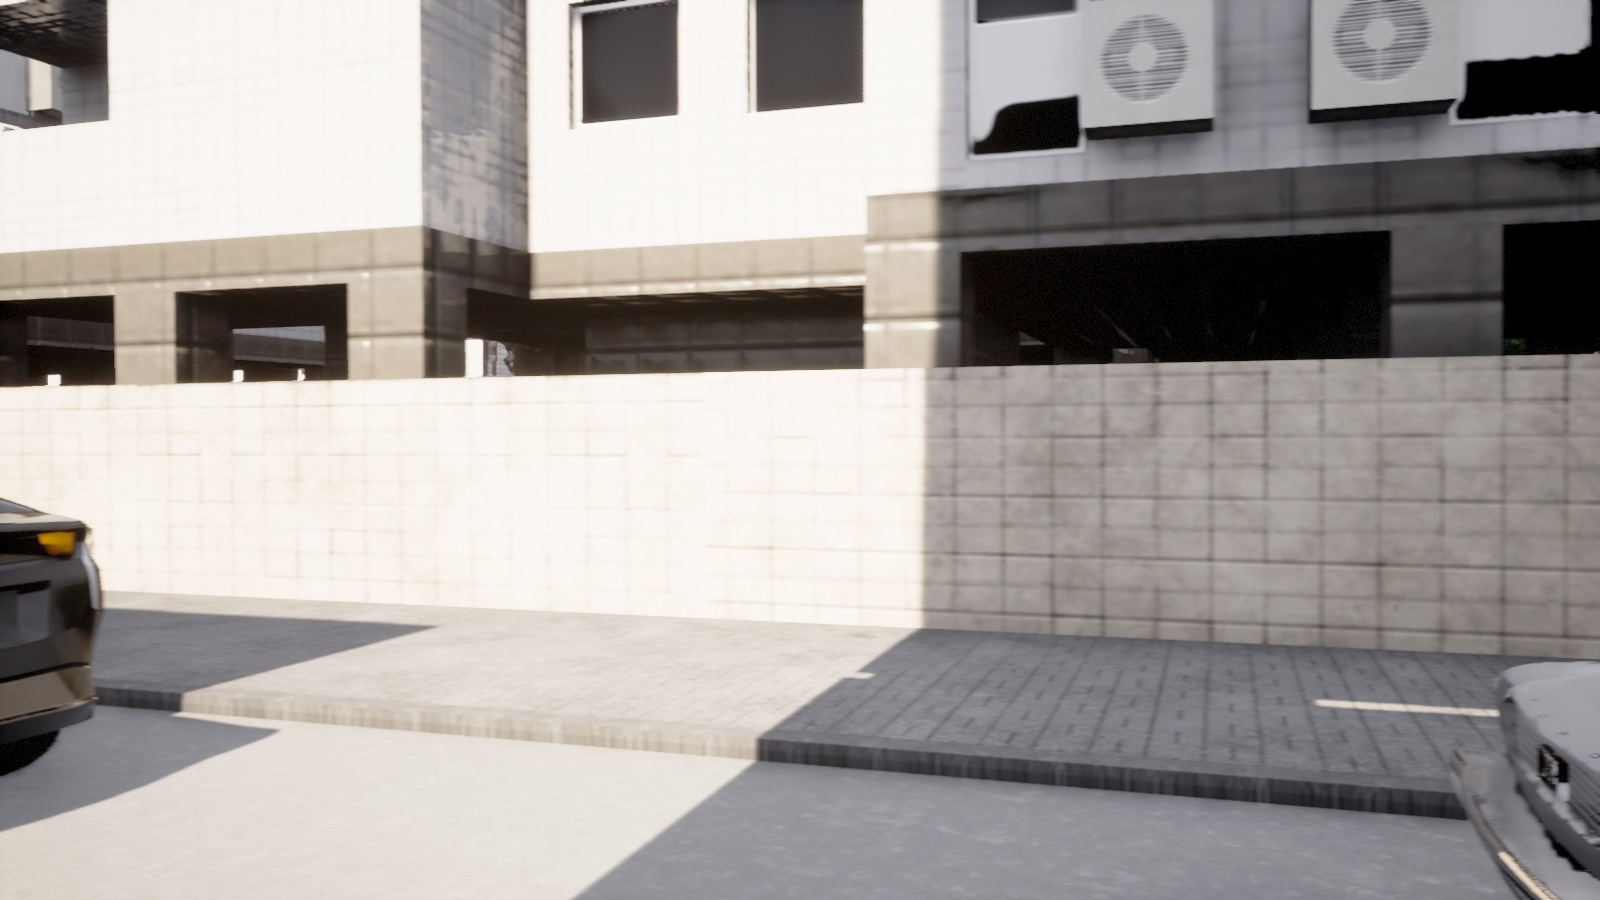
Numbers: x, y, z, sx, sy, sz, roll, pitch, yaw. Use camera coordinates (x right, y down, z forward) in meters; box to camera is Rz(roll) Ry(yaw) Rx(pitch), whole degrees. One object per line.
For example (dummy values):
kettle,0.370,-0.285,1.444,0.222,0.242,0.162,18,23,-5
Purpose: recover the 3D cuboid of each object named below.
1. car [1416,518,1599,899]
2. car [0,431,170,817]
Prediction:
car,3.931,0.901,2.405,4.718,1.301,1.895,0,1,18
car,-5.349,0.674,5.519,4.514,1.525,2.007,0,1,19
